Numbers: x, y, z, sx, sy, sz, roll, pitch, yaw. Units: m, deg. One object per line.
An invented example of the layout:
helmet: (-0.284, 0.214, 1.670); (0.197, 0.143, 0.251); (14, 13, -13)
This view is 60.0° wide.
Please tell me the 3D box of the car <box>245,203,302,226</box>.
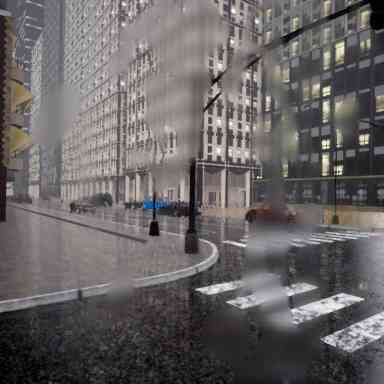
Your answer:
car: (5.743, 1.505, 23.926); (1.967, 1.590, 4.097); (1, -1, -35)

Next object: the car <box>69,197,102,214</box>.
car: (-10.903, 1.427, 32.890); (2.008, 1.369, 4.403); (1, -1, -35)

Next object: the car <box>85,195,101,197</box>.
car: (-15.712, 1.534, 49.584); (1.994, 1.385, 4.181); (1, -1, -36)

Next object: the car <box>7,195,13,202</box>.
car: (-37.067, 1.396, 69.734); (1.947, 1.339, 4.313); (1, -1, -35)

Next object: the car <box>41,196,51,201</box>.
car: (-36.777, 1.570, 83.795); (1.802, 1.307, 4.206); (1, -1, -35)

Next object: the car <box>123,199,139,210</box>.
car: (-7.342, 1.584, 42.347); (2.008, 1.369, 4.403); (1, -1, -35)

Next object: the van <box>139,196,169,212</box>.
van: (-4.068, 1.382, 37.743); (1.690, 1.788, 3.998); (1, -1, -35)

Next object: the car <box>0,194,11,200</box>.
car: (-46.782, 1.365, 83.414); (1.752, 1.417, 4.829); (1, -1, -35)

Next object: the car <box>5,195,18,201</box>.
car: (-40.337, 1.378, 74.339); (2.008, 1.369, 4.403); (1, -1, -35)

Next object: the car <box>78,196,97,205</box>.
car: (-18.497, 1.525, 58.843); (1.837, 1.490, 4.892); (1, -1, -35)

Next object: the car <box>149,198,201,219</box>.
car: (-1.348, 1.548, 29.427); (2.033, 1.411, 5.357); (1, -1, -35)

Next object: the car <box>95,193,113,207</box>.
car: (-14.489, 1.255, 53.140); (2.150, 2.045, 5.566); (1, -1, -35)

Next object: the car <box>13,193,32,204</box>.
car: (-30.522, 1.155, 60.525); (2.192, 1.841, 5.009); (1, -1, -35)
